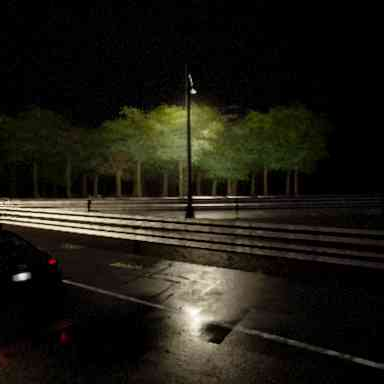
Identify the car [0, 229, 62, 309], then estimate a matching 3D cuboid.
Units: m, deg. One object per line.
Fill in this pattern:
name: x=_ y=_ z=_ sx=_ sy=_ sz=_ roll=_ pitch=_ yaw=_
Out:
car: x=-4.757 y=1.533 z=7.346 sx=4.181 sy=1.385 sz=1.994 roll=0 pitch=0 yaw=36
